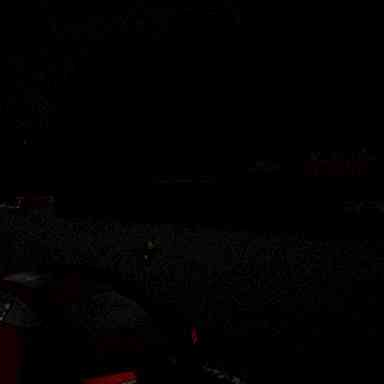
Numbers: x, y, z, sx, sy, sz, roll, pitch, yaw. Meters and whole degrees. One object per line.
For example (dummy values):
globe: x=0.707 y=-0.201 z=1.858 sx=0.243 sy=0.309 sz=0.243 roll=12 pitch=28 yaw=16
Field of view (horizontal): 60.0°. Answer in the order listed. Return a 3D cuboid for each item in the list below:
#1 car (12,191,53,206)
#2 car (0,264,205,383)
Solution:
car: x=-19.801 y=0.764 z=41.383 sx=2.097 sy=1.767 sz=4.553 roll=1 pitch=2 yaw=35
car: x=-1.810 y=1.581 z=4.093 sx=4.206 sy=1.307 sz=1.802 roll=0 pitch=1 yaw=36
